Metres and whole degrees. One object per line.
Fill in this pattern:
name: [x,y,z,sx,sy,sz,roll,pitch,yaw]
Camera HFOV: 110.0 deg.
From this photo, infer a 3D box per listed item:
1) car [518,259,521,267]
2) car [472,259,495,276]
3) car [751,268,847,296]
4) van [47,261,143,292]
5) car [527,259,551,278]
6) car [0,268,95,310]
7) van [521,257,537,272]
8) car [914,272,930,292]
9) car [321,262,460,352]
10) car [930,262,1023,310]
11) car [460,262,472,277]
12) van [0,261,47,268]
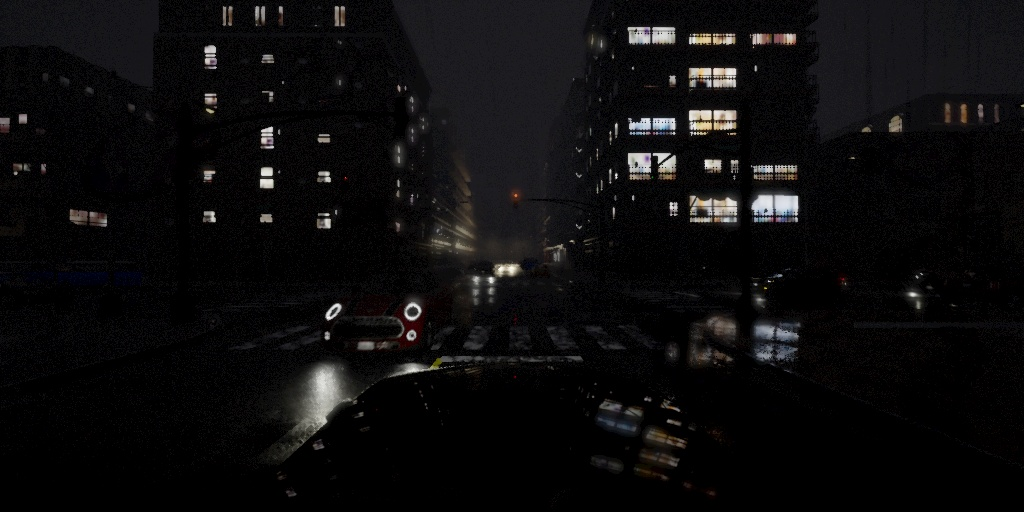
car: [2.458,1.096,53.081,2.192,1.841,5.009,0,0,0]
car: [-2.826,1.296,37.617,1.837,1.490,4.892,0,0,0]
car: [14.691,1.303,18.642,4.181,1.385,1.994,0,-1,1]
van: [-24.850,1.189,21.631,3.998,1.789,1.690,0,0,1]
car: [2.628,1.287,33.594,1.751,1.417,4.829,0,0,0]
car: [-19.362,1.289,13.677,4.403,1.370,2.007,0,0,1]
van: [2.502,1.116,47.427,1.690,1.789,3.998,0,0,0]
car: [23.859,1.072,18.520,4.553,1.767,2.097,0,-1,1]
car: [-2.765,1.103,9.012,2.097,1.767,4.553,0,0,0]
car: [18.665,1.102,13.164,4.097,1.591,1.967,0,0,1]
car: [-5.516,1.315,36.033,2.007,1.370,4.403,0,0,0]
van: [-30.444,1.200,21.706,3.998,1.789,1.690,0,0,1]
